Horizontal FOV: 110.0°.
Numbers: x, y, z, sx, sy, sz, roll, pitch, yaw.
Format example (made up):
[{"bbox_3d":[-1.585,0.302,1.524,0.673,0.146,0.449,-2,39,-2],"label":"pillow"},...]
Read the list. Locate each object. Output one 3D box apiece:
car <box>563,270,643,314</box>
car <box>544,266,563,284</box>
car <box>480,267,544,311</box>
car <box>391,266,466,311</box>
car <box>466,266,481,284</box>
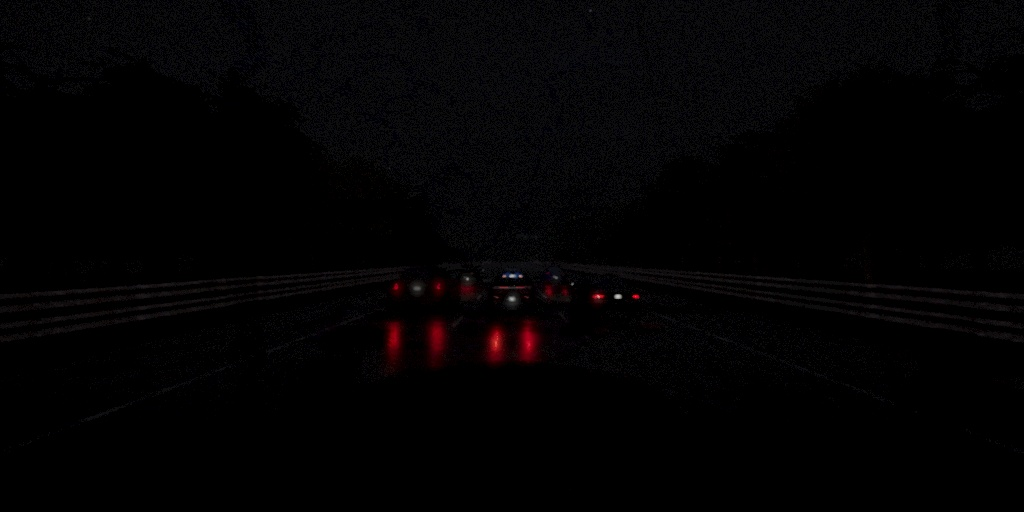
[{"bbox_3d":[3.523,1.425,14.372,2.033,1.411,5.357,0,-1,0],"label":"car"},{"bbox_3d":[3.556,1.567,30.752,1.812,1.442,4.674,0,0,1],"label":"car"},{"bbox_3d":[0.035,1.380,15.359,2.128,1.511,4.902,0,0,1],"label":"car"},{"bbox_3d":[-3.464,1.238,15.283,2.097,1.767,4.553,0,-1,0],"label":"car"},{"bbox_3d":[-3.449,1.545,30.359,1.837,1.490,4.892,0,0,1],"label":"car"}]
